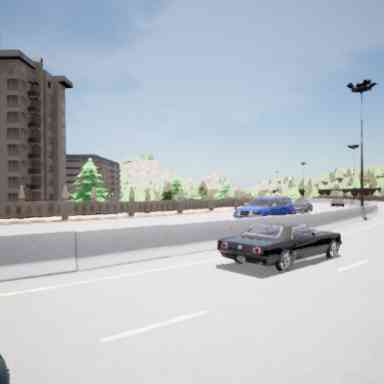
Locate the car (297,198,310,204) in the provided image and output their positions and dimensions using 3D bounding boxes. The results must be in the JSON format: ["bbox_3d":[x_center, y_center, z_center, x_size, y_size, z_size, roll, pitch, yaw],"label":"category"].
[{"bbox_3d":[25.868,2.059,77.607,1.837,1.490,4.892,0,-1,5],"label":"car"}]

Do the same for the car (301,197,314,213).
[{"bbox_3d":[13.075,1.727,39.375,2.128,1.511,4.902,0,-1,31],"label":"car"}]

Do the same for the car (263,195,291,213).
[{"bbox_3d":[10.960,1.488,42.566,2.150,2.045,5.566,0,-1,30],"label":"car"}]

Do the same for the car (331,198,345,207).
[{"bbox_3d":[25.479,1.853,58.087,1.882,1.535,5.008,0,-1,18],"label":"car"}]

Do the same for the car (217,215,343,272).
[{"bbox_3d":[3.093,1.645,11.008,4.718,1.301,1.895,0,0,-41],"label":"car"}]

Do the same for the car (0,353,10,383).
[{"bbox_3d":[-3.569,1.483,1.377,5.008,1.535,1.882,0,0,-34],"label":"car"}]

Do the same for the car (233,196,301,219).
[{"bbox_3d":[5.113,1.332,23.000,2.150,2.045,5.566,0,0,43],"label":"car"}]
